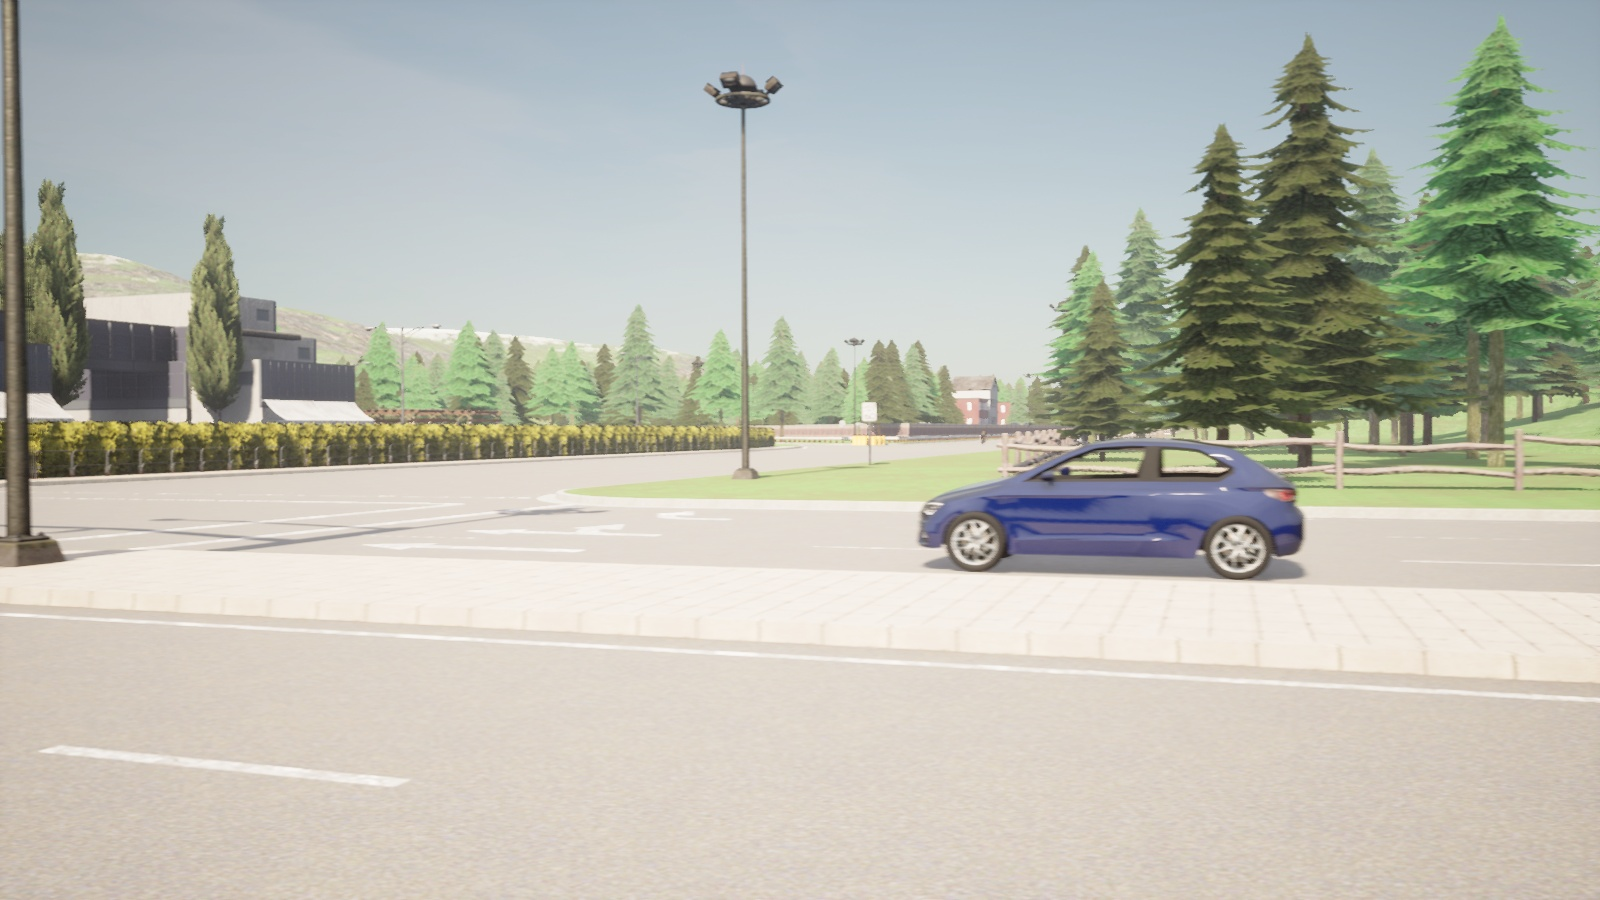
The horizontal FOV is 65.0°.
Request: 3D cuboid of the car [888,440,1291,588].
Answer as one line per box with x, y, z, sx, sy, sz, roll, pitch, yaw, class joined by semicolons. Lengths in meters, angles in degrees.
3.265;0.631;14.226;4.193;1.474;1.816;0;1;19;car
